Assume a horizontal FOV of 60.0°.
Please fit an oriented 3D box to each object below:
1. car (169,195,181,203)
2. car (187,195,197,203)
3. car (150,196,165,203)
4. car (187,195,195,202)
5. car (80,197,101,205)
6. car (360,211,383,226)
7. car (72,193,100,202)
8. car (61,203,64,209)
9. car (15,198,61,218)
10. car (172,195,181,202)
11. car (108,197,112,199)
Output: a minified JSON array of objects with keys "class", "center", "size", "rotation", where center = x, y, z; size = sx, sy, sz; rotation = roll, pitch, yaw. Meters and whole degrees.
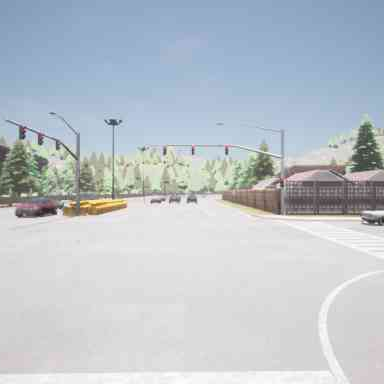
[{"class":"car","center":[-3.516,1.341,67.262],"size":[2.097,1.767,4.553],"rotation":[0,0,-1]},{"class":"car","center":[-0.016,1.339,67.559],"size":[2.097,1.767,4.553],"rotation":[0,0,0]},{"class":"car","center":[-7.012,1.590,65.667],"size":[1.895,1.301,4.718],"rotation":[0,0,0]},{"class":"car","center":[-0.137,1.485,79.801],"size":[1.837,1.490,4.892],"rotation":[0,0,0]},{"class":"car","center":[-17.673,1.542,58.454],"size":[2.033,1.411,5.357],"rotation":[0,0,0]},{"class":"car","center":[14.078,1.592,22.506],"size":[4.718,1.301,1.895],"rotation":[0,0,2]},{"class":"car","center":[-14.179,1.214,44.223],"size":[2.150,2.045,5.566],"rotation":[0,0,-1]},{"class":"car","center":[-17.670,1.599,41.180],"size":[1.895,1.301,4.718],"rotation":[0,0,0]},{"class":"car","center":[-14.152,1.350,30.342],"size":[2.097,1.767,4.553],"rotation":[0,0,0]},{"class":"car","center":[-3.637,1.464,79.896],"size":[1.882,1.535,5.008],"rotation":[0,0,0]},{"class":"car","center":[-14.167,1.518,60.684],"size":[1.812,1.442,4.674],"rotation":[0,0,0]}]
